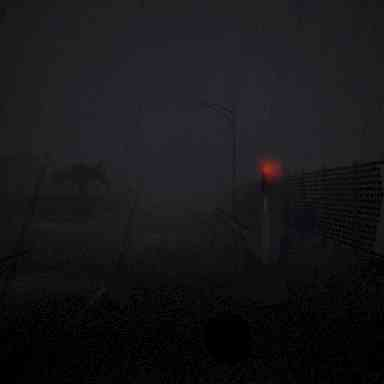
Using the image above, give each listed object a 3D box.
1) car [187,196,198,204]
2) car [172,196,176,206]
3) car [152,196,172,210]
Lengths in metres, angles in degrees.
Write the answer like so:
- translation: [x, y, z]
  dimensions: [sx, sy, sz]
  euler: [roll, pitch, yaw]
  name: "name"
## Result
- translation: [0.101, 1.505, 63.160]
  dimensions: [1.837, 1.490, 4.892]
  euler: [0, 0, 0]
  name: "car"
- translation: [-4.007, 1.478, 53.433]
  dimensions: [1.882, 1.535, 5.008]
  euler: [0, 0, 0]
  name: "car"
- translation: [-4.029, 1.564, 43.362]
  dimensions: [1.994, 1.385, 4.181]
  euler: [0, 0, 0]
  name: "car"
